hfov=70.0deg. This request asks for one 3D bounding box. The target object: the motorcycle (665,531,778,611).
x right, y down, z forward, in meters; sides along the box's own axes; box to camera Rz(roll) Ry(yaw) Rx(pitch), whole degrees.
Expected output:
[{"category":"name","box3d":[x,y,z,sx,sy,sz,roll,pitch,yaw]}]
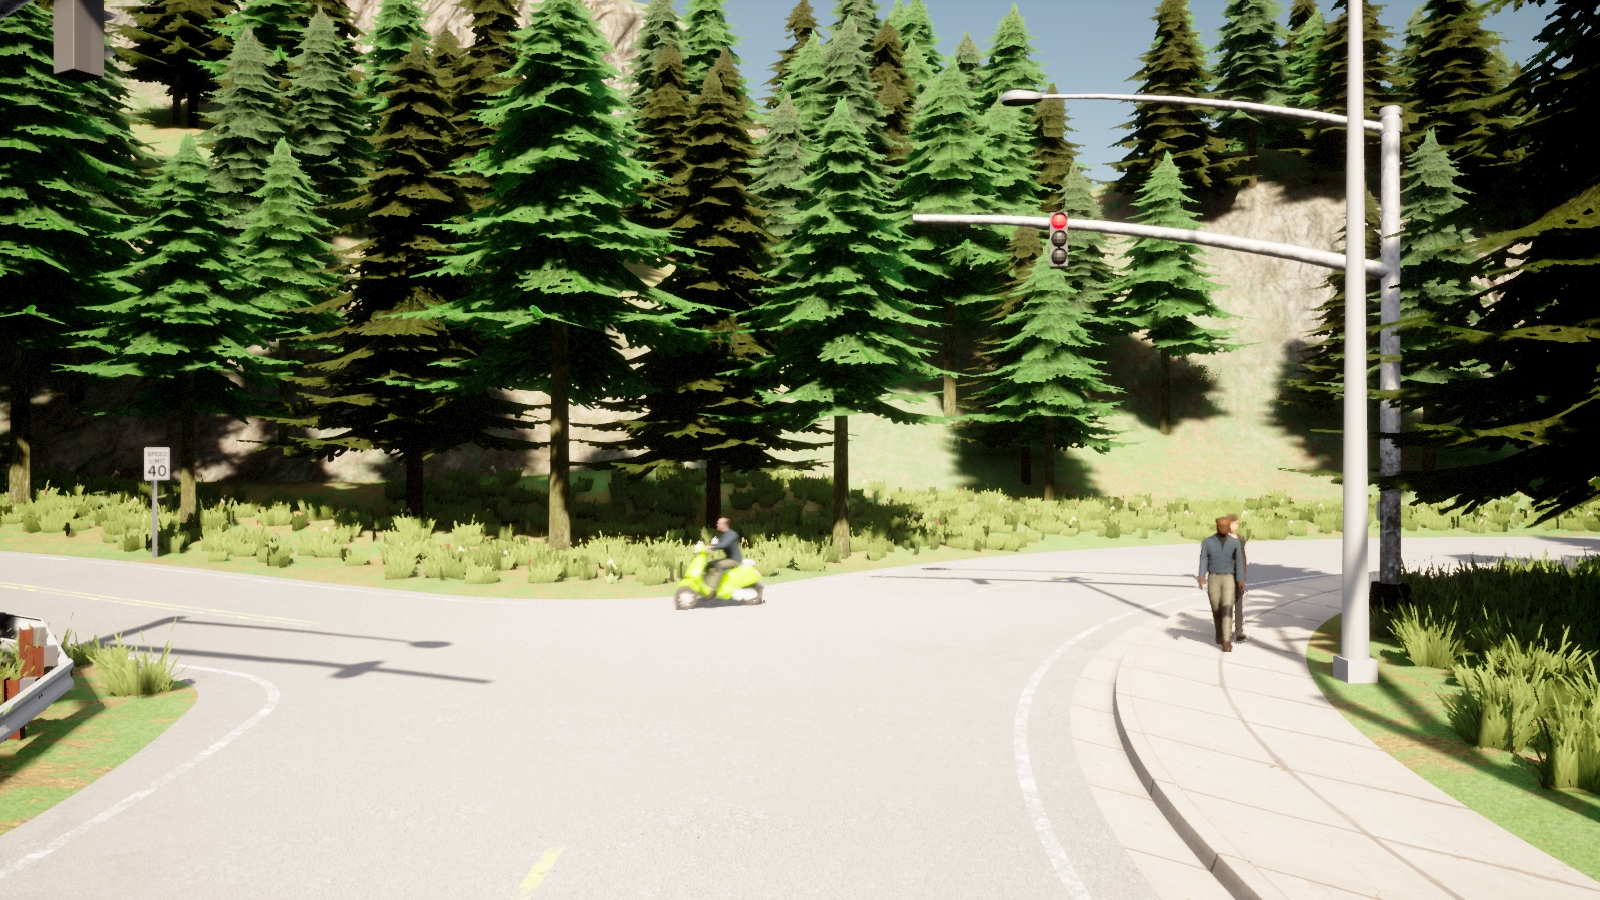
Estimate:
[{"category":"motorcycle","box3d":[-1.400,2.134,20.399,1.805,1.316,0.856,1,-4,-31]}]

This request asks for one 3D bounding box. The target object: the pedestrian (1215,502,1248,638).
[{"category":"pedestrian","box3d":[6.060,1.668,16.046,0.375,1.860,0.375,0,0,11]}]

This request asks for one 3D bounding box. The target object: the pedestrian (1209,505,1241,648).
[{"category":"pedestrian","box3d":[5.648,1.668,15.207,0.375,1.860,0.375,0,0,17]}]
